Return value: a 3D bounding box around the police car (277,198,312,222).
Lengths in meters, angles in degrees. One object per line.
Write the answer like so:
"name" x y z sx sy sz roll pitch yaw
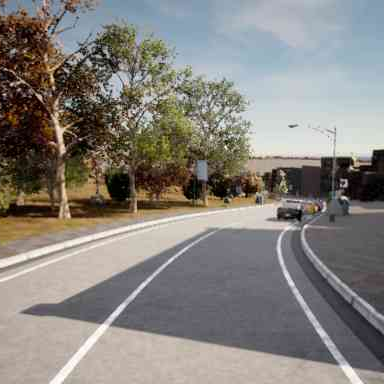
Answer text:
"police car" 8.507 1.562 27.937 1.930 1.638 5.238 3 1 26

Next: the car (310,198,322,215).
"car" 12.922 1.659 37.050 1.801 1.575 5.366 3 1 26
